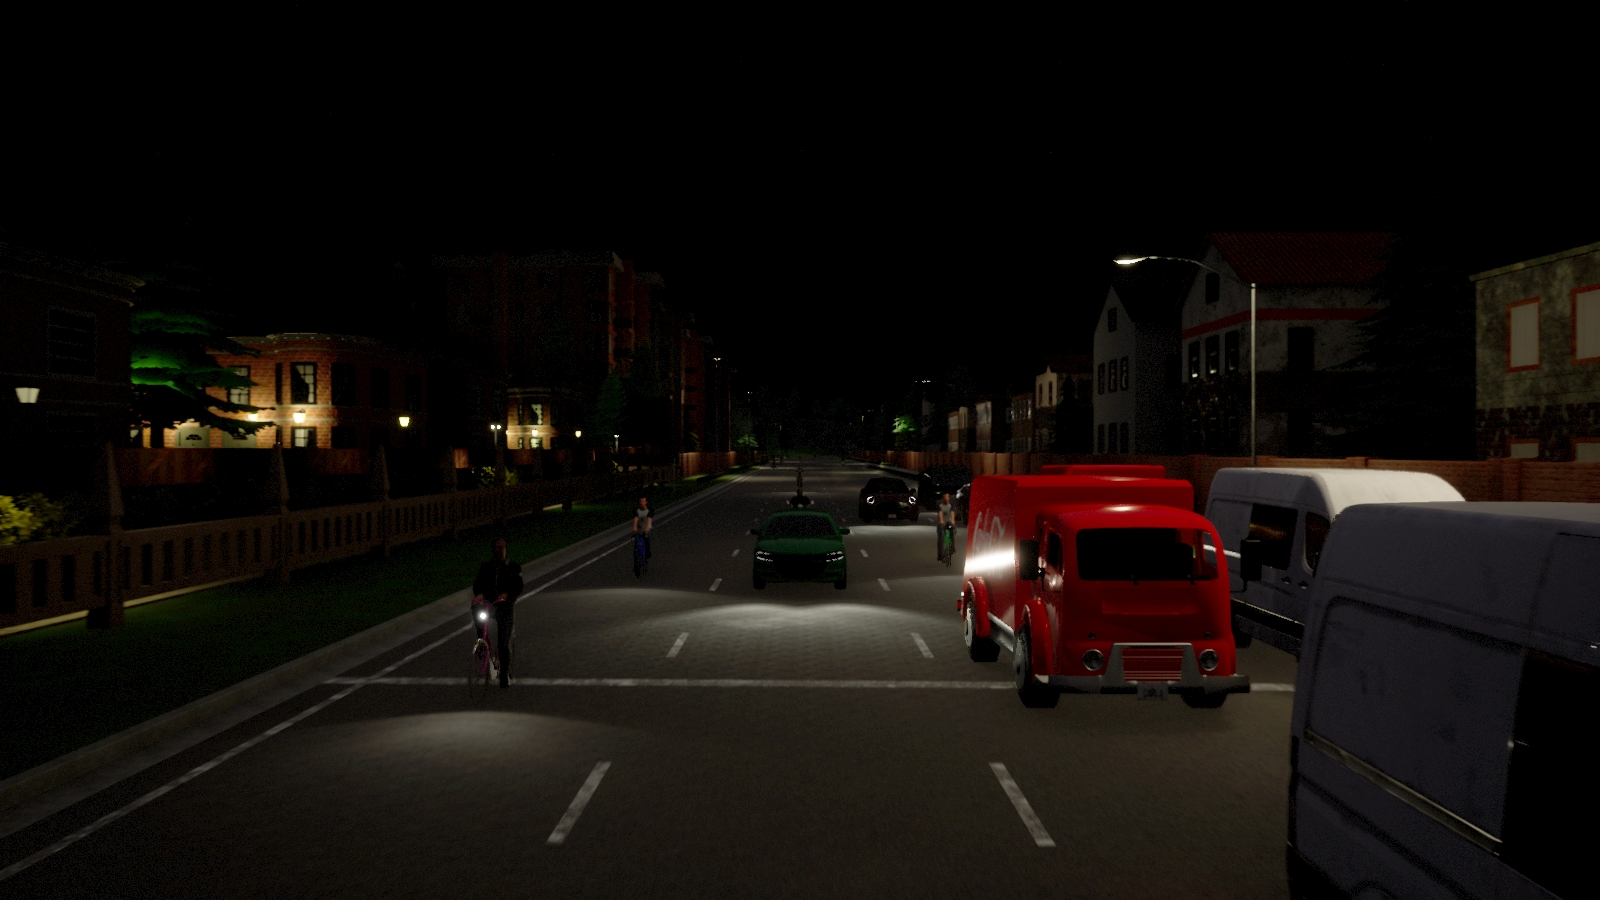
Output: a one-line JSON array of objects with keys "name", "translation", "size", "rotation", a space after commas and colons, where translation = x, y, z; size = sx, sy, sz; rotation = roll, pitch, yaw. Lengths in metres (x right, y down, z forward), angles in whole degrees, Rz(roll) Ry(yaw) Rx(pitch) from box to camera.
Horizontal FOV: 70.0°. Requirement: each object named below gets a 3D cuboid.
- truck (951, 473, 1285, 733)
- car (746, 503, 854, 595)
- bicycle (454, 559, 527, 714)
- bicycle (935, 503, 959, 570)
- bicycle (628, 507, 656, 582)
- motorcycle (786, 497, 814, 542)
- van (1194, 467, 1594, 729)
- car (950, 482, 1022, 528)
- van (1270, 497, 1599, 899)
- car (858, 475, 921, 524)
[{"name": "truck", "translation": [3.499, 1.566, 13.945], "size": [2.627, 2.467, 5.204], "rotation": [0, 0, 0]}, {"name": "car", "translation": [-0.001, 2.034, 24.618], "size": [2.097, 1.535, 5.006], "rotation": [0, 0, 0]}, {"name": "bicycle", "translation": [-3.493, 2.060, 13.007], "size": [0.329, 1.471, 1.835], "rotation": [0, 0, 0]}, {"name": "bicycle", "translation": [3.516, 2.055, 27.422], "size": [0.373, 1.496, 1.643], "rotation": [0, 0, 0]}, {"name": "bicycle", "translation": [-3.466, 2.055, 25.071], "size": [0.373, 1.496, 1.643], "rotation": [0, 0, 0]}, {"name": "motorcycle", "translation": [-0.002, 2.141, 35.461], "size": [0.856, 1.316, 1.805], "rotation": [0, 0, 0]}, {"name": "van", "translation": [7.002, 1.534, 14.460], "size": [1.988, 2.561, 5.915], "rotation": [0, 0, 0]}, {"name": "car", "translation": [6.995, 2.039, 43.445], "size": [2.007, 1.525, 4.514], "rotation": [0, 0, 0]}, {"name": "van", "translation": [3.504, 1.534, 3.149], "size": [1.988, 2.561, 5.915], "rotation": [0, 0, 0]}, {"name": "car", "translation": [3.472, 1.905, 45.199], "size": [2.097, 1.767, 4.553], "rotation": [0, 0, 0]}]
